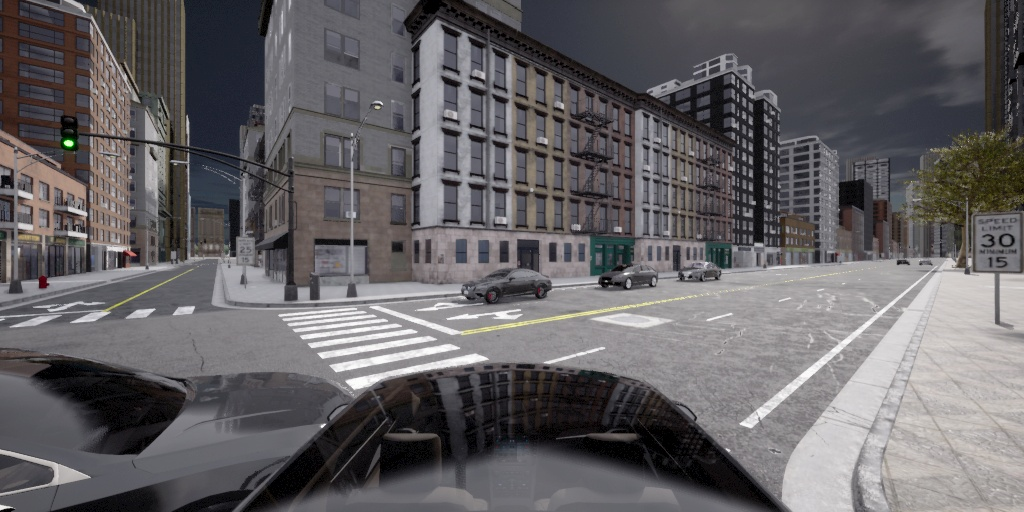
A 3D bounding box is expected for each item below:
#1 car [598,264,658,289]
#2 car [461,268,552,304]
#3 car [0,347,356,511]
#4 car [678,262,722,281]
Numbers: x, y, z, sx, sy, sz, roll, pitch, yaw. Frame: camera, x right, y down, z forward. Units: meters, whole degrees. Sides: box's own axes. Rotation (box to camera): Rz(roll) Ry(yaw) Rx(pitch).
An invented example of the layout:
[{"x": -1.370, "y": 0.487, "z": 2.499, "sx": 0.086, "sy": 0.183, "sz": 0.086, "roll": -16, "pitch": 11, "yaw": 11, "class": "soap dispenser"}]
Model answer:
[{"x": 7.513, "y": 1.257, "z": 22.957, "sx": 4.892, "sy": 1.490, "sz": 1.837, "roll": 0, "pitch": 0, "yaw": -39, "class": "car"}, {"x": -0.140, "y": 1.286, "z": 16.686, "sx": 4.674, "sy": 1.442, "sz": 1.812, "roll": 0, "pitch": 0, "yaw": -39, "class": "car"}, {"x": -3.233, "y": 1.257, "z": 1.695, "sx": 4.892, "sy": 1.490, "sz": 1.837, "roll": 0, "pitch": 0, "yaw": -35, "class": "car"}, {"x": 15.484, "y": 1.234, "z": 29.476, "sx": 4.902, "sy": 1.511, "sz": 2.128, "roll": 0, "pitch": 0, "yaw": -39, "class": "car"}]
